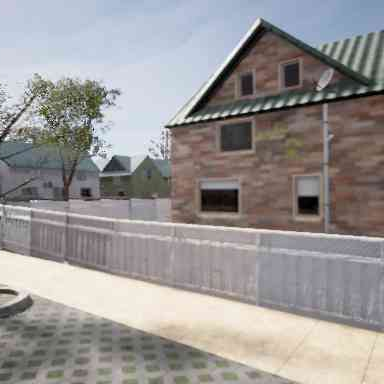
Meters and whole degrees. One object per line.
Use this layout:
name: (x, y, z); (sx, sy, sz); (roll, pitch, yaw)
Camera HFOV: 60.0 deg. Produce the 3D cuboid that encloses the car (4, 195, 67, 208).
car: (-10.599, 1.209, 21.312); (2.150, 2.045, 5.566); (-1, -1, 35)
